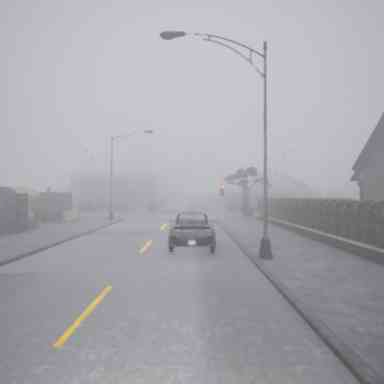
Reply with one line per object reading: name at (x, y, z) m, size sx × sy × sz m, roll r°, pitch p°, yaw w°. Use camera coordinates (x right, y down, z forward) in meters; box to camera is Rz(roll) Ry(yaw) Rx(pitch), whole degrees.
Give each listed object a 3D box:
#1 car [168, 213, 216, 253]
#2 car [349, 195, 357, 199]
car at (0.003, 1.628, 14.292) m, size 2.128 × 1.511 × 4.902 m, roll 0°, pitch 0°, yaw 0°
car at (38.005, 1.702, 77.596) m, size 1.905 × 1.878 × 3.866 m, roll 0°, pitch -1°, yaw 0°
